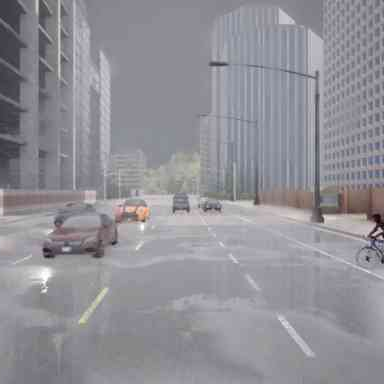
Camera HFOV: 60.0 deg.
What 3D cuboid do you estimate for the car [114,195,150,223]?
[{"bbox_3d":[-4.475,1.351,25.595,2.097,1.767,4.553,0,0,-2],"label":"car"}]

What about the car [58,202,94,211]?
[{"bbox_3d":[-7.890,1.504,22.997,1.837,1.490,4.892,0,0,-2],"label":"car"}]

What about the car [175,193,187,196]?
[{"bbox_3d":[-1.604,1.221,47.677,2.150,2.045,5.566,0,0,-2],"label":"car"}]

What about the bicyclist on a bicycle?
[{"bbox_3d":[5.562,1.447,9.682,1.656,1.620,0.582,-2,0,-2],"label":"bicyclist on a bicycle"}]

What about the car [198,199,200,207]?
[{"bbox_3d":[1.811,1.525,48.381,1.812,1.442,4.674,0,0,-2],"label":"car"}]

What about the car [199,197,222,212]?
[{"bbox_3d":[2.234,1.600,38.550,1.895,1.301,4.718,0,0,-2],"label":"car"}]

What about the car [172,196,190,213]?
[{"bbox_3d":[-1.229,1.491,37.510,2.128,1.511,4.902,0,0,-2],"label":"car"}]

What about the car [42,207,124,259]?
[{"bbox_3d":[-4.012,1.526,12.711,1.812,1.442,4.674,0,0,-2],"label":"car"}]
